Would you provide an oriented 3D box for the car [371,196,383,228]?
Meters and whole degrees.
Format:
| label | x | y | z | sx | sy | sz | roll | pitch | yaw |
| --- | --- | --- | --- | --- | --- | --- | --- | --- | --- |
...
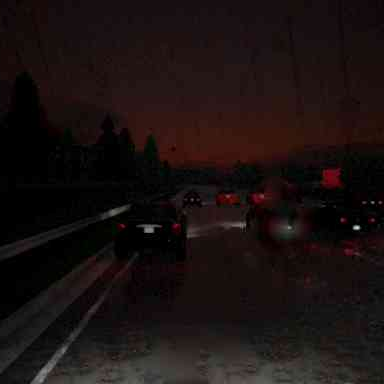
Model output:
| label | x | y | z | sx | sy | sz | roll | pitch | yaw |
| --- | --- | --- | --- | --- | --- | --- | --- | --- | --- |
| car | 10.598 | 0.964 | 15.171 | 2.097 | 1.767 | 4.553 | 0 | 1 | 0 |

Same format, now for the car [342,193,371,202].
| label | x | y | z | sx | sy | sz | roll | pitch | yaw |
| --- | --- | --- | --- | --- | --- | --- | --- | --- | --- |
| car | 14.095 | 0.824 | 28.439 | 2.033 | 1.411 | 5.357 | 0 | 1 | 0 |

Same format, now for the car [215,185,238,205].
| label | x | y | z | sx | sy | sz | roll | pitch | yaw |
| --- | --- | --- | --- | --- | --- | --- | --- | --- | --- |
| car | 3.594 | 0.450 | 35.484 | 2.097 | 1.767 | 4.553 | 0 | 1 | 0 |

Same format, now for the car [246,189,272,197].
| label | x | y | z | sx | sy | sz | roll | pitch | yaw |
| --- | --- | --- | --- | --- | --- | --- | --- | --- | --- |
| car | 7.093 | 0.448 | 35.544 | 2.097 | 1.767 | 4.553 | 0 | 1 | 0 |

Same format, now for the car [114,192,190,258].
| label | x | y | z | sx | sy | sz | roll | pitch | yaw |
| --- | --- | --- | --- | --- | --- | --- | --- | --- | --- |
| car | -1.227 | 1.053 | 11.615 | 2.097 | 1.767 | 4.553 | 0 | 1 | 0 |

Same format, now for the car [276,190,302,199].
| label | x | y | z | sx | sy | sz | roll | pitch | yaw |
| --- | --- | --- | --- | --- | --- | --- | --- | --- | --- |
| car | 10.593 | 0.562 | 36.591 | 2.128 | 1.511 | 4.902 | 0 | 1 | 0 |

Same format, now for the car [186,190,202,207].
| label | x | y | z | sx | sy | sz | roll | pitch | yaw |
| --- | --- | --- | --- | --- | --- | --- | --- | --- | --- |
| car | 0.040 | 0.706 | 33.082 | 2.033 | 1.411 | 5.357 | 0 | 1 | 1 |

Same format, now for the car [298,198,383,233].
| label | x | y | z | sx | sy | sz | roll | pitch | yaw |
| --- | --- | --- | --- | --- | --- | --- | --- | --- | --- |
| car | 7.097 | 1.178 | 16.538 | 1.895 | 1.301 | 4.718 | 0 | 1 | 0 |

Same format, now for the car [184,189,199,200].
| label | x | y | z | sx | sy | sz | roll | pitch | yaw |
| --- | --- | --- | --- | --- | --- | --- | --- | --- | --- |
| car | 0.012 | 0.366 | 47.203 | 1.994 | 1.385 | 4.181 | 0 | 2 | 1 |

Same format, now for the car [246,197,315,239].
| label | x | y | z | sx | sy | sz | roll | pitch | yaw |
| --- | --- | --- | --- | --- | --- | --- | --- | --- | --- |
| car | 3.597 | 1.148 | 14.764 | 1.812 | 1.442 | 4.674 | 0 | 1 | 0 |
